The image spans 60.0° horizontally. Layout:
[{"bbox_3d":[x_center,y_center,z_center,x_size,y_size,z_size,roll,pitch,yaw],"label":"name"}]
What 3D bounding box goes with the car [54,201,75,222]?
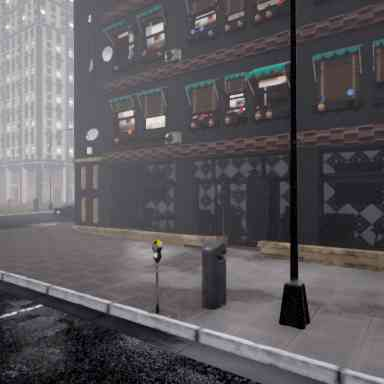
[{"bbox_3d":[-7.286,1.279,22.789,1.947,1.339,4.313,1,1,35],"label":"car"}]
